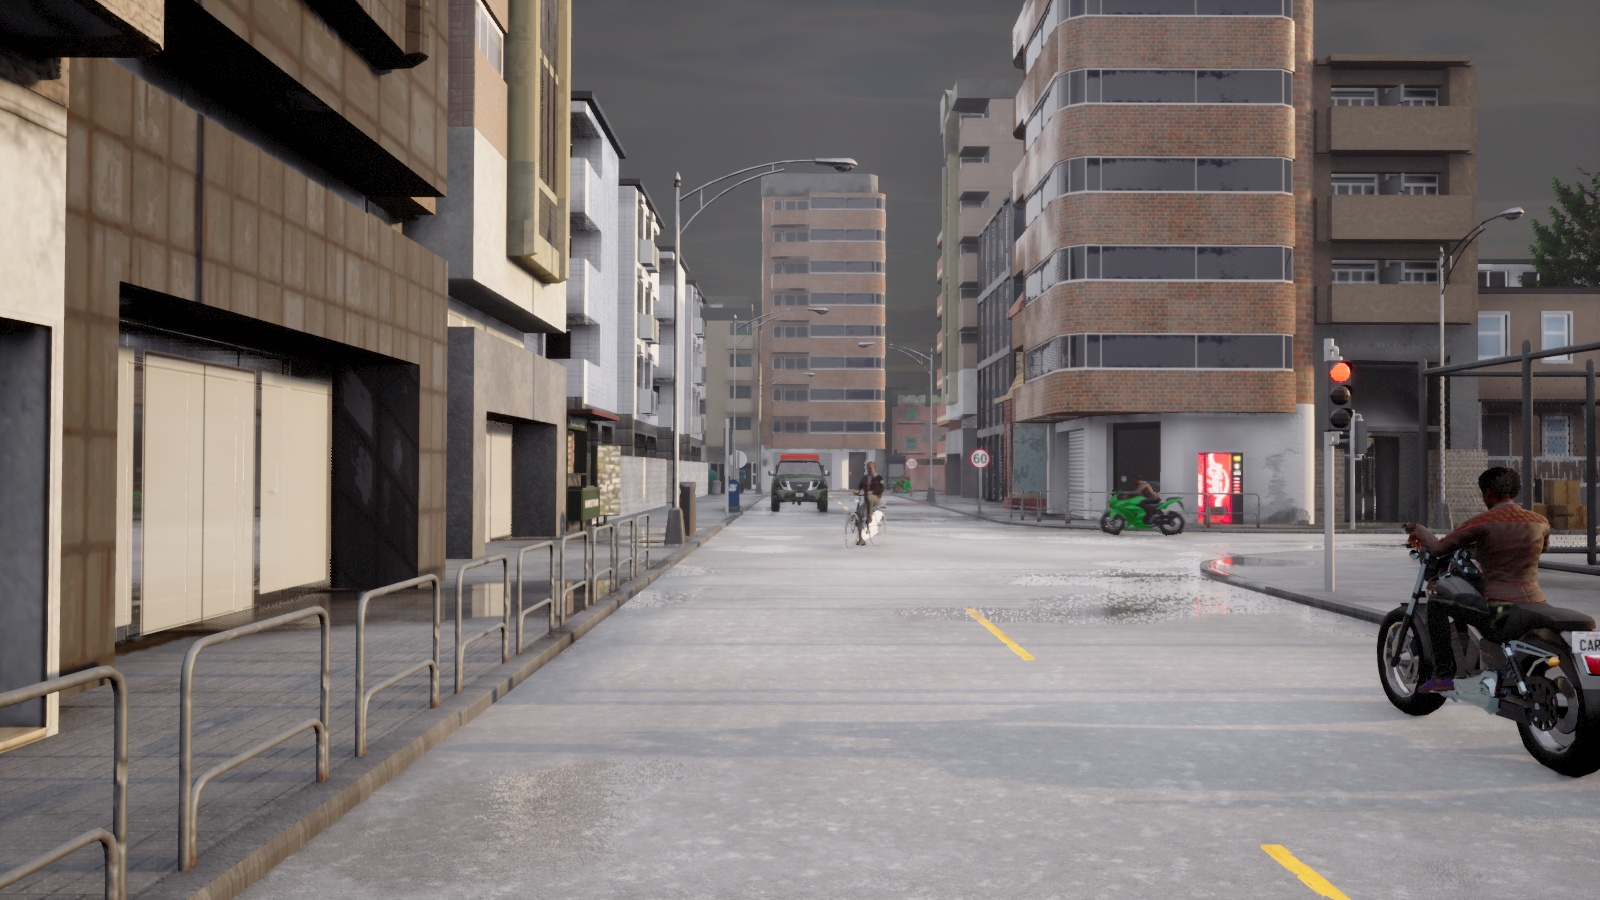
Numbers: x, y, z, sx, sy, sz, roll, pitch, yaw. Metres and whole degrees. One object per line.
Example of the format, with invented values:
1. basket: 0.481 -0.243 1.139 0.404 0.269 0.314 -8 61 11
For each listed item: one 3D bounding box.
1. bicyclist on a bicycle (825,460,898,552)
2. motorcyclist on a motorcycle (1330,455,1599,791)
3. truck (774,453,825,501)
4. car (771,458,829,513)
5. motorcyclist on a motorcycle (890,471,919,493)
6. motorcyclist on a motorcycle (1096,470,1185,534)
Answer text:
1. bicyclist on a bicycle: 1.268 1.105 25.345 0.659 1.776 1.843 1 0 30
2. motorcyclist on a motorcycle: 3.999 0.872 7.367 0.766 1.649 2.350 0 -1 0
3. truck: -0.009 1.457 67.329 2.627 2.467 5.204 0 -1 0
4. car: -0.029 1.368 49.796 2.150 2.045 5.566 0 -1 -1
5. motorcyclist on a motorcycle: 7.493 2.274 89.939 2.044 1.523 0.797 1 1 -40
6. motorcyclist on a motorcycle: 8.285 1.277 30.668 2.044 1.523 0.797 0 -3 13
